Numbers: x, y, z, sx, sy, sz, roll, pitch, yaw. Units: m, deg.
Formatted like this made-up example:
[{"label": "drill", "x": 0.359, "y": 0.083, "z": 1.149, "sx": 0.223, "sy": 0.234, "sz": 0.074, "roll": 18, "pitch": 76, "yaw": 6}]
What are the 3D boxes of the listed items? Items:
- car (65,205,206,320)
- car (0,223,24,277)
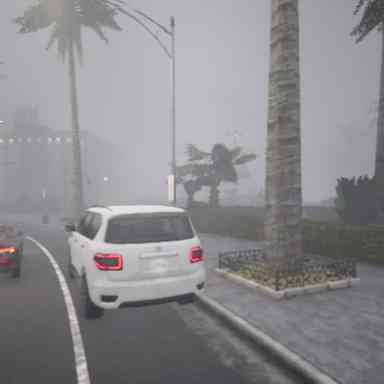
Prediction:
[{"label": "car", "x": -1.666, "y": 1.315, "z": 7.936, "sx": 2.150, "sy": 2.045, "sz": 5.566, "roll": 0, "pitch": -1, "yaw": -25}, {"label": "car", "x": -6.233, "y": 1.681, "z": 10.154, "sx": 1.812, "sy": 1.442, "sz": 4.674, "roll": 0, "pitch": -1, "yaw": -27}]
